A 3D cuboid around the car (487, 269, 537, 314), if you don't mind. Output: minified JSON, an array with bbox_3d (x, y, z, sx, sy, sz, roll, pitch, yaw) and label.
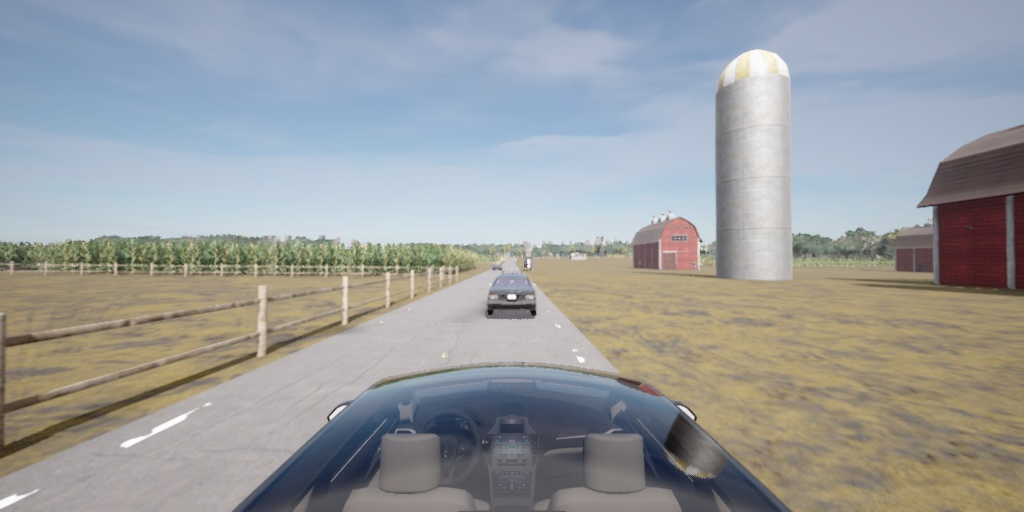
[{"bbox_3d":[0.012,1.434,14.399,2.033,1.411,5.357,0,-1,0],"label":"car"}]

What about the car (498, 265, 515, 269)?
[{"bbox_3d":[0.021,1.684,30.110,1.895,1.301,4.718,0,-1,0],"label":"car"}]
